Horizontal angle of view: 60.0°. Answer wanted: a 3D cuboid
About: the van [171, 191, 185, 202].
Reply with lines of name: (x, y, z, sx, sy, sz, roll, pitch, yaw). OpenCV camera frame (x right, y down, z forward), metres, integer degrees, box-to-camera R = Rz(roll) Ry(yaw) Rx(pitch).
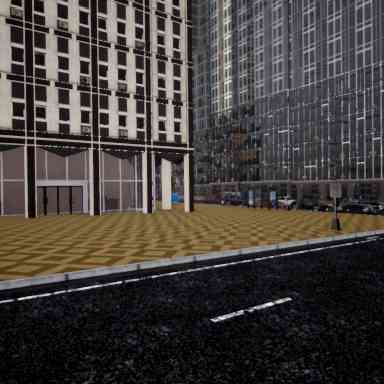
van: (-2.964, 0.949, 60.165, 1.690, 1.788, 3.998, 0, 1, -34)

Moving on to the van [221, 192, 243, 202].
van: (7.162, 0.870, 60.172, 1.690, 1.788, 3.998, 0, 1, -34)

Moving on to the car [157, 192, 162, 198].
car: (-5.615, 0.631, 78.976, 2.192, 1.841, 5.009, 0, 1, -34)

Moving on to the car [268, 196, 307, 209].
car: (12.116, 1.304, 42.570, 1.812, 1.442, 4.674, -1, 1, -34)

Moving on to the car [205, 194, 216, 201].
car: (3.968, 1.059, 64.876, 1.802, 1.307, 4.206, 0, 1, -34)

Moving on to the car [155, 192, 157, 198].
car: (-8.809, 0.702, 83.678, 1.967, 1.590, 4.097, 0, 1, -34)

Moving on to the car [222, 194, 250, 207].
car: (6.574, 1.331, 46.036, 1.947, 1.339, 4.313, 0, 1, -34)

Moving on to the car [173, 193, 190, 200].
car: (-2.421, 0.951, 74.278, 1.802, 1.307, 4.206, 0, 1, -34)

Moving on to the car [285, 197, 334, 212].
car: (12.900, 1.435, 36.589, 1.947, 1.339, 4.313, 0, 1, -34)

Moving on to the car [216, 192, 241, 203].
car: (6.302, 1.189, 51.135, 1.837, 1.490, 4.892, -1, 1, -34)

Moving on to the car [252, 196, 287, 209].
car: (9.719, 1.400, 41.303, 1.802, 1.307, 4.206, 0, 1, -34)

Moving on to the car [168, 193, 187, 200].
car: (-3.155, 0.939, 70.715, 1.837, 1.490, 4.892, -1, 1, -34)

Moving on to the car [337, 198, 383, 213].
car: (17.302, 1.353, 34.934, 2.128, 1.511, 4.902, -1, 1, -34)
